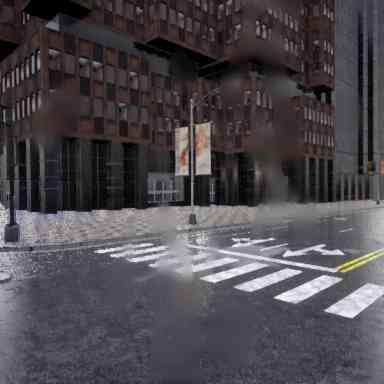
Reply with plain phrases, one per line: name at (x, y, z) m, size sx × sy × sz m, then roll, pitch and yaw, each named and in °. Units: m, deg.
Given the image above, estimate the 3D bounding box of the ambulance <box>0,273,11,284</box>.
ambulance at (-6.707, 0.992, 5.341) m, size 6.366 × 2.431 × 2.351 m, roll -1°, pitch 1°, yaw -45°
